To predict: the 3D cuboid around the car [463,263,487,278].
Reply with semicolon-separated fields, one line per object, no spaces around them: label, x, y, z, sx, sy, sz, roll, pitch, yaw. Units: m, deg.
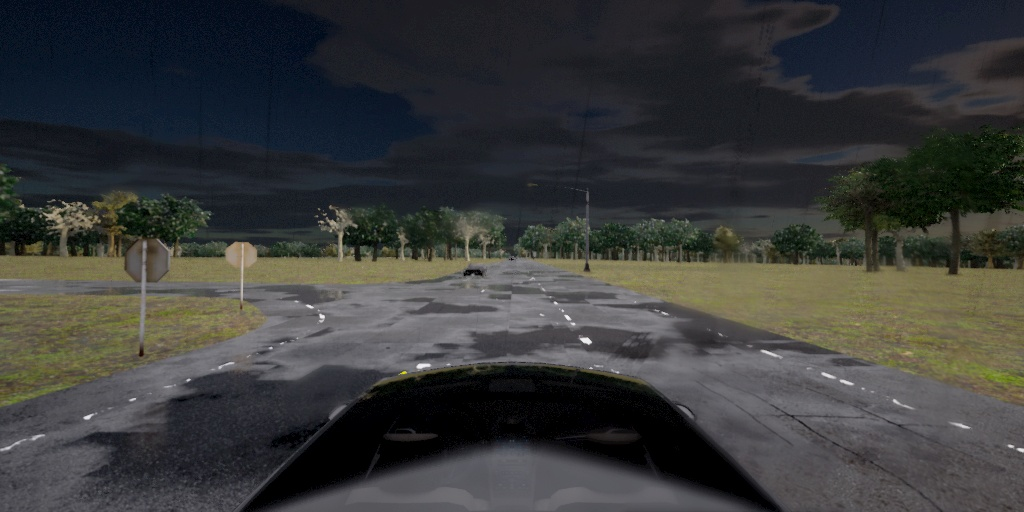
car;-3.329;1.306;32.794;1.895;1.301;4.718;0;0;0
